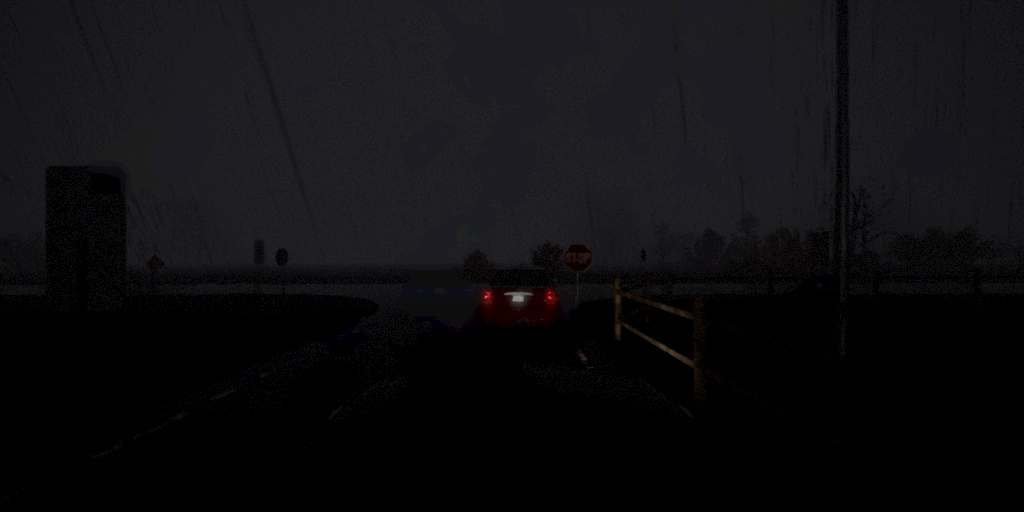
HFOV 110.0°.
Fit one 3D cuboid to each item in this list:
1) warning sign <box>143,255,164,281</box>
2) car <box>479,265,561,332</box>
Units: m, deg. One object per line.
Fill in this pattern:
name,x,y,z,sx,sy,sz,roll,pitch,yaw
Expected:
warning sign,-25.367,0.835,25.461,1.060,1.860,1.300,0,0,1
car,0.365,1.064,10.984,2.097,1.767,4.553,0,0,5
